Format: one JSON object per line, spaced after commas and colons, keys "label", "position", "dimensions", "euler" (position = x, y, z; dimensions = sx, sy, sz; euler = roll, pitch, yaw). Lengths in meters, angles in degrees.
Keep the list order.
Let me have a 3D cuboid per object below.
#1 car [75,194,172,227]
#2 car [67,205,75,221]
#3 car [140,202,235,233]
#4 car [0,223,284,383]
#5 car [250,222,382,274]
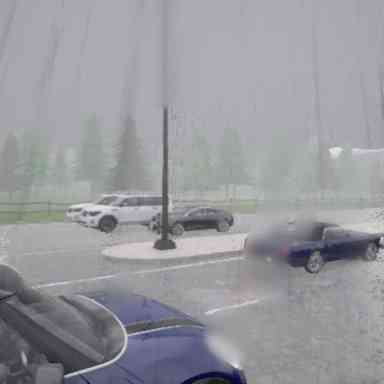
{"label": "car", "position": [-3.594, 1.162, 19.581], "dimensions": [5.566, 2.045, 2.150], "euler": [0, 0, -34]}
{"label": "car", "position": [-5.482, 1.146, 22.529], "dimensions": [5.566, 2.045, 2.150], "euler": [0, 0, -34]}
{"label": "car", "position": [0.051, 1.456, 17.802], "dimensions": [4.902, 1.511, 2.128], "euler": [0, 0, -34]}
{"label": "car", "position": [-1.705, 1.335, 2.341], "dimensions": [4.553, 1.767, 2.097], "euler": [0, 0, -36]}
{"label": "car", "position": [3.999, 1.601, 10.557], "dimensions": [4.718, 1.301, 1.895], "euler": [0, 0, -34]}
